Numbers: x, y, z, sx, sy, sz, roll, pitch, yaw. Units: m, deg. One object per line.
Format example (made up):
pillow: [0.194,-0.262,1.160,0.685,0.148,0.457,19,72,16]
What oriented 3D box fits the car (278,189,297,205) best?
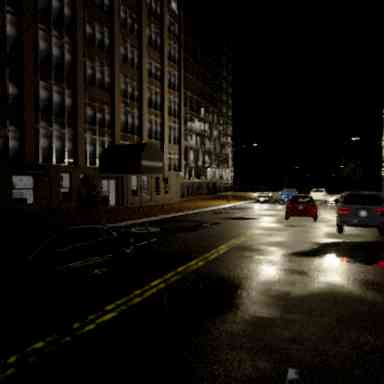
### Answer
car: [12.952,0.583,44.320,2.150,2.045,5.566,1,1,23]

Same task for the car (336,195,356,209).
car: [17.537,1.049,38.042,1.994,1.385,4.181,1,1,23]

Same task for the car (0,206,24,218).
car: [-5.967,1.196,8.077,2.097,1.767,4.553,1,1,23]

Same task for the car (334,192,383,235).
car: [8.795,0.991,17.484,2.150,2.045,5.566,1,1,23]

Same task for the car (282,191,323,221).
car: [8.010,1.017,23.877,2.097,1.767,4.553,1,1,23]

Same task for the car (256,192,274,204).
car: [10.157,0.814,46.048,2.128,1.511,4.902,1,1,23]

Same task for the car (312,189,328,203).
car: [18.866,0.528,49.469,2.150,2.045,5.566,1,1,23]

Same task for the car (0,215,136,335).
car: [-3.016,1.370,6.720,2.128,1.511,4.902,1,1,23]
